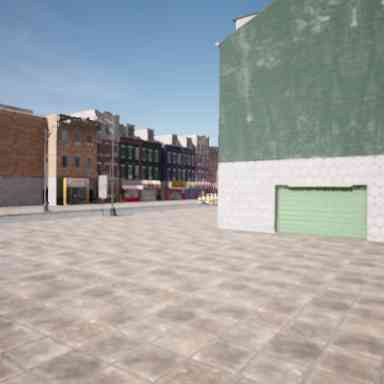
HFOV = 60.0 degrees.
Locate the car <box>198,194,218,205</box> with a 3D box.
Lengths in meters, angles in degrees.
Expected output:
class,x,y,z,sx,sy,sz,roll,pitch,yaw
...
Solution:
class,x,y,z,sx,sy,sz,roll,pitch,yaw
car,2.753,1.018,47.243,1.882,1.535,5.008,1,0,35
